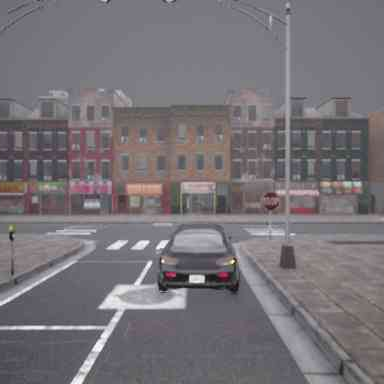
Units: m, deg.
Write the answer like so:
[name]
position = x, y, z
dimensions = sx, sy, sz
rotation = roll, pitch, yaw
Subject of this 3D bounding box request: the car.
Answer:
[car]
position = 0.214, 1.556, 8.865
dimensions = 1.812, 1.442, 4.674
rotation = 0, 0, 3
